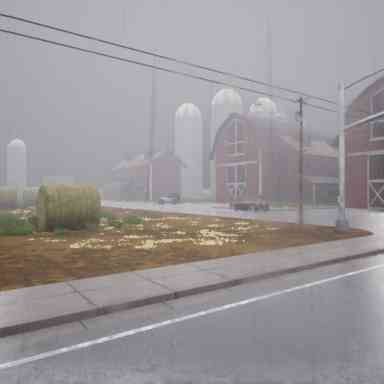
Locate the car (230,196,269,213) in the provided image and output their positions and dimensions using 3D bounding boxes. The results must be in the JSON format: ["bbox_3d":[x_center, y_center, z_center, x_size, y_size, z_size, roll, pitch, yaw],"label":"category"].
[{"bbox_3d":[6.333,1.327,37.038,2.097,1.767,4.553,0,0,-36],"label":"car"}]

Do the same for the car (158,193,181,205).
[{"bbox_3d":[-3.919,1.118,57.685,3.866,1.878,1.905,-2,5,11],"label":"car"}]
